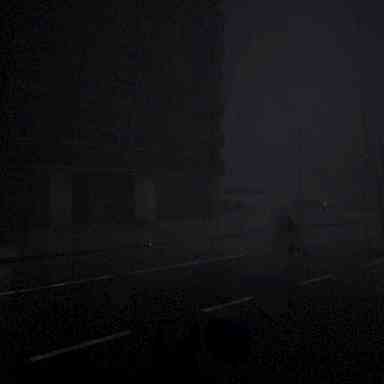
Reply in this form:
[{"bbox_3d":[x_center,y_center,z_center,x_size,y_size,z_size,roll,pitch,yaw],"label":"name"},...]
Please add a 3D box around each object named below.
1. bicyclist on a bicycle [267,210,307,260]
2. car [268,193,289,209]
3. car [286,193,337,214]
[{"bbox_3d":[3.193,1.455,11.346,0.582,1.620,1.656,0,-2,-37],"label":"bicyclist on a bicycle"},{"bbox_3d":[12.061,1.166,41.359,2.150,2.045,5.566,0,0,-38],"label":"car"},{"bbox_3d":[12.691,1.296,34.755,2.097,1.767,4.553,0,0,-38],"label":"car"}]
